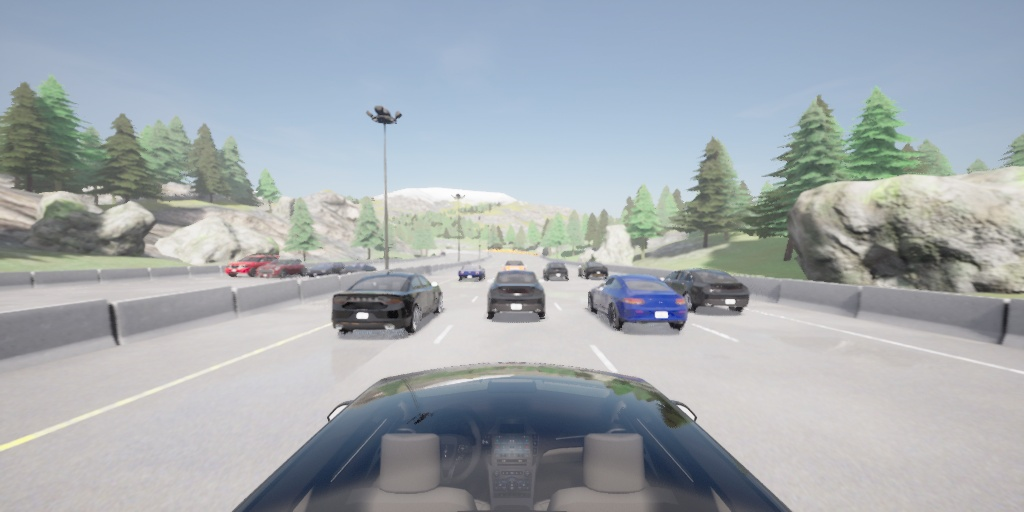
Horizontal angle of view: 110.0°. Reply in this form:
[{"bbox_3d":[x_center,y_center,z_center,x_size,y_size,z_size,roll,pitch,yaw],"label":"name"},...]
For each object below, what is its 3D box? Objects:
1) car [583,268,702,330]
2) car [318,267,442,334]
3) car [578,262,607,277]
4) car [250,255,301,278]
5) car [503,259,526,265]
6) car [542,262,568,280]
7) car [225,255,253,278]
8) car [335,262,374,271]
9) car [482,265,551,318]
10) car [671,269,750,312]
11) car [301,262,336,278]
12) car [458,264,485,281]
[{"bbox_3d":[3.631,1.261,10.984,1.812,1.442,4.674,0,0,0],"label":"car"},{"bbox_3d":[-3.371,1.198,10.581,1.882,1.535,5.008,0,0,0],"label":"car"},{"bbox_3d":[7.218,1.252,32.383,1.882,1.535,5.008,0,0,0],"label":"car"},{"bbox_3d":[-20.910,1.065,32.656,2.097,1.767,4.553,0,0,1],"label":"car"},{"bbox_3d":[0.209,1.107,30.124,2.097,1.767,4.553,0,0,0],"label":"car"},{"bbox_3d":[3.713,1.269,31.090,1.837,1.490,4.892,0,0,0],"label":"car"},{"bbox_3d":[-24.384,0.936,34.250,2.150,2.045,5.566,0,0,0],"label":"car"},{"bbox_3d":[-13.905,1.294,32.805,1.994,1.385,4.181,0,0,1],"label":"car"},{"bbox_3d":[0.138,1.231,12.811,1.837,1.490,4.892,0,0,0],"label":"car"},{"bbox_3d":[7.144,1.247,14.140,1.837,1.490,4.892,0,0,0],"label":"car"},{"bbox_3d":[-17.383,1.273,34.390,2.033,1.411,5.357,0,0,0],"label":"car"},{"bbox_3d":[-3.291,1.349,30.209,1.895,1.301,4.718,0,0,0],"label":"car"}]
